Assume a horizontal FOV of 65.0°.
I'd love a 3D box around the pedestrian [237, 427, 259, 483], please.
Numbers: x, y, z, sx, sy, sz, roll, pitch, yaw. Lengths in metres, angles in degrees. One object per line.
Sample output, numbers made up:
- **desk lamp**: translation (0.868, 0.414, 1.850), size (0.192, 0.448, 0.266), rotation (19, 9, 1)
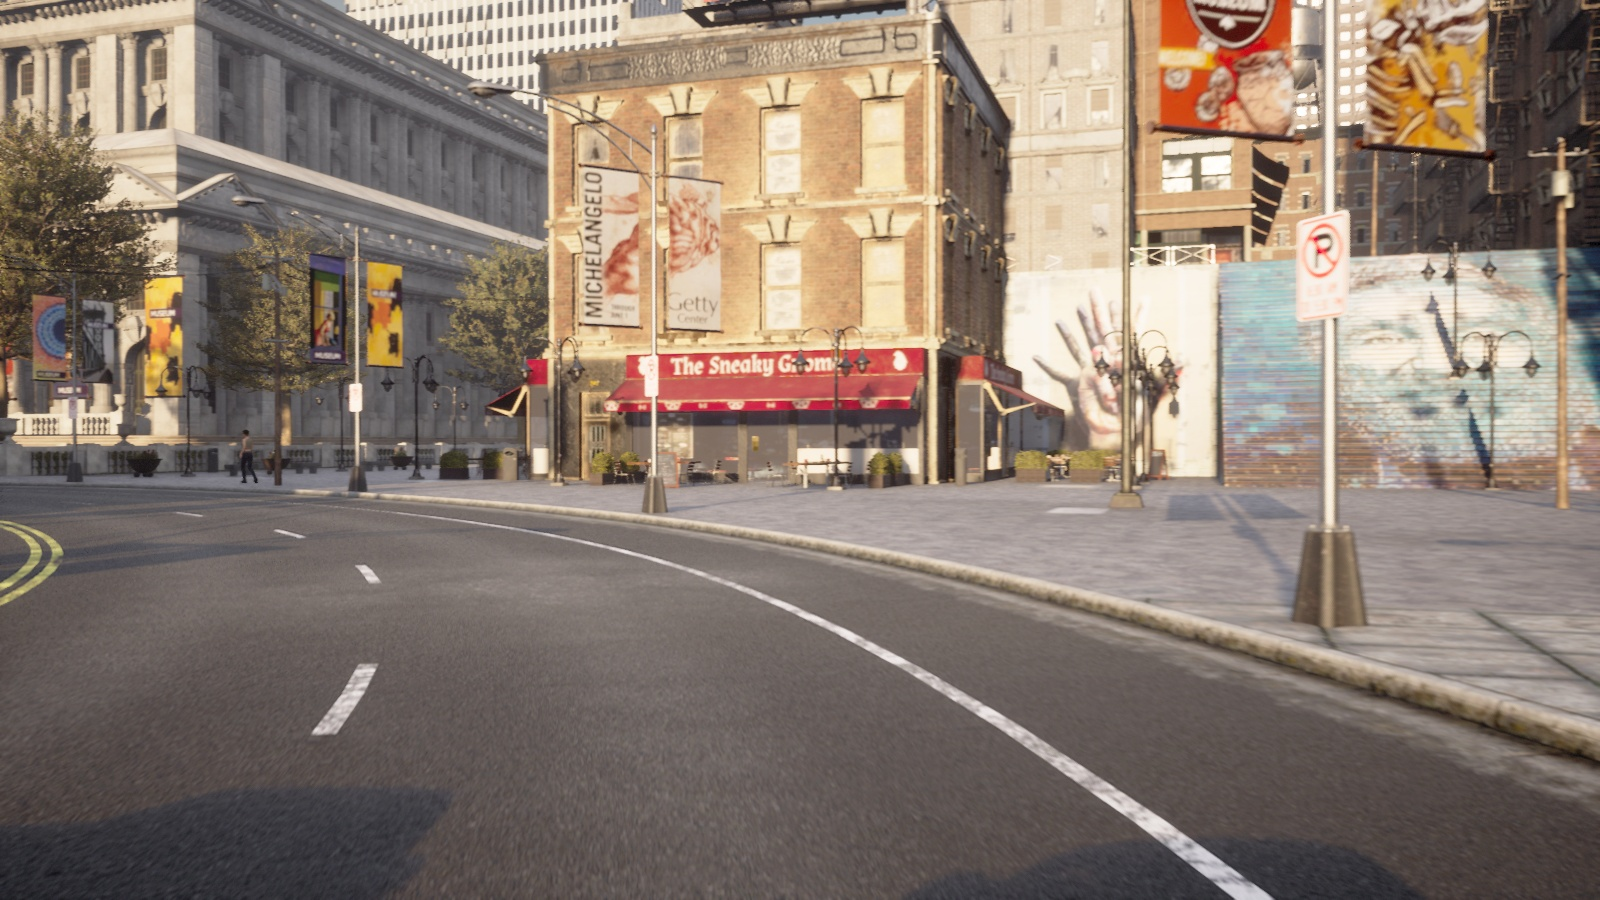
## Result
- **pedestrian**: translation (-18.460, 0.167, 41.999), size (0.594, 1.836, 0.345), rotation (0, 0, 25)
